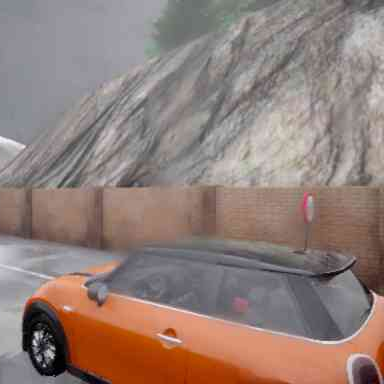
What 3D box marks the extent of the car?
[{"bbox_3d":[-0.061,1.348,4.033,4.553,1.767,2.097,0,0,35],"label":"car"}]
